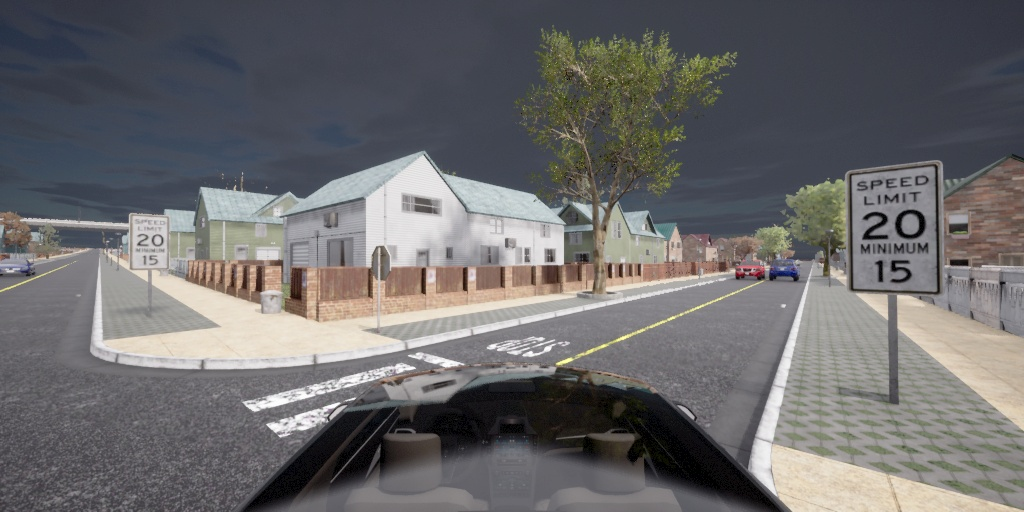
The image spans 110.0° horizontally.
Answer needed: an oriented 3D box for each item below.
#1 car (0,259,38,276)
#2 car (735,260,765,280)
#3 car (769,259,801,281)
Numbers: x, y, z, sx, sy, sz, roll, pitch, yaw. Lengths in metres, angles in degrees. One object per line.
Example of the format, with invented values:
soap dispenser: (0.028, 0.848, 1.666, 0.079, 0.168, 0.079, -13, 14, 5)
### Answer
car: (-42.115, 0.966, 30.393, 4.674, 1.442, 1.812, 1, 0, 41)
car: (24.972, 1.398, 37.492, 2.150, 2.045, 5.566, -1, -1, 40)
car: (26.814, 1.365, 35.297, 2.150, 2.045, 5.566, -1, -1, 40)
